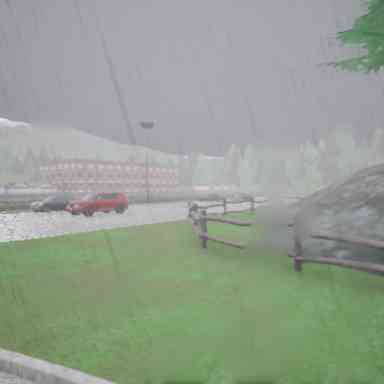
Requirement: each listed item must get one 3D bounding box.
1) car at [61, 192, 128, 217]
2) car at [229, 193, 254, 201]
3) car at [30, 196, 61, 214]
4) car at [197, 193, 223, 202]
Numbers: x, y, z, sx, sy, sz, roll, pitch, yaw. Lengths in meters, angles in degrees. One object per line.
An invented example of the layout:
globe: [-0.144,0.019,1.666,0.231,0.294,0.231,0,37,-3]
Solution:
car: [-8.163,1.014,29.264,2.150,2.045,5.566,0,0,38]
car: [7.313,0.857,49.015,2.128,1.511,4.902,0,1,39]
car: [-13.800,1.175,33.409,2.097,1.767,4.553,0,1,38]
car: [3.011,0.909,54.846,2.033,1.411,5.357,0,1,39]
